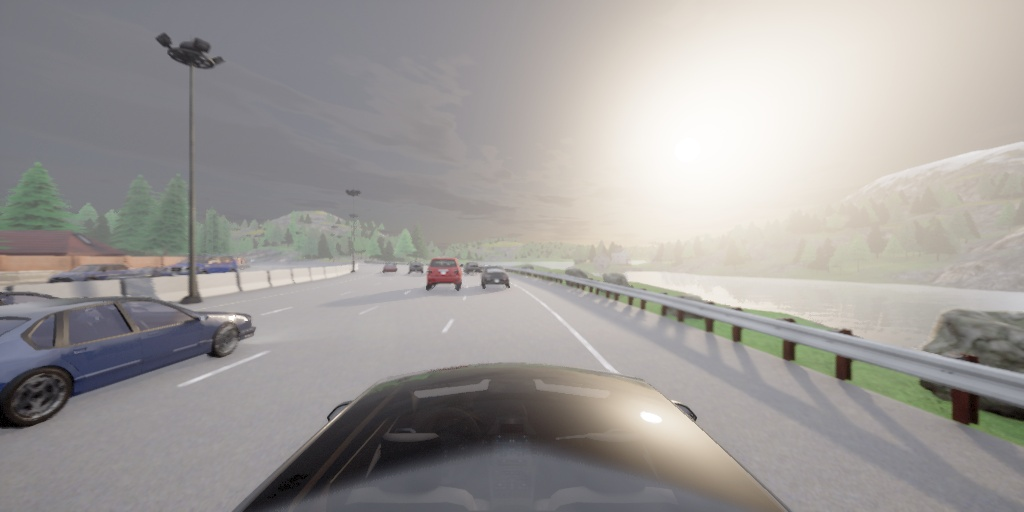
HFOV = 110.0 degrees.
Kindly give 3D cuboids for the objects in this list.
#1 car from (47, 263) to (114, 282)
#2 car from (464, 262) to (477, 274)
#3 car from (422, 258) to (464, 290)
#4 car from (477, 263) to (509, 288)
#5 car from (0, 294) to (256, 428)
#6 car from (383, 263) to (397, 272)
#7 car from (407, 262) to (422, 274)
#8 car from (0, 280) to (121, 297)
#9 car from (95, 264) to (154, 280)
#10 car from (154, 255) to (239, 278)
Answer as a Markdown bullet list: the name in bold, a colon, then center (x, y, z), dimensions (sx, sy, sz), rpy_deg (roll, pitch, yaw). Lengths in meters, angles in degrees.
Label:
- **car**: center (-29.671, 1.342, 25.487), dimensions (2.097, 1.767, 4.553), rpy_deg (0, 0, -9)
- **car**: center (-5.300, 1.554, 46.612), dimensions (1.837, 1.490, 4.892), rpy_deg (1, 0, -15)
- **car**: center (-4.541, 1.134, 24.417), dimensions (2.150, 2.045, 5.566), rpy_deg (0, 0, -8)
- **car**: center (-1.285, 1.422, 25.169), dimensions (1.812, 1.442, 4.674), rpy_deg (0, 0, -8)
- **car**: center (-6.677, 1.361, 5.658), dimensions (2.033, 1.411, 5.357), rpy_deg (0, 0, -2)
- **car**: center (-18.386, 1.735, 54.141), dimensions (1.994, 1.385, 4.181), rpy_deg (0, 0, -19)
- **car**: center (-13.058, 1.612, 48.637), dimensions (1.837, 1.490, 4.892), rpy_deg (1, 0, -16)
- **car**: center (-10.226, 1.389, 6.833), dimensions (2.033, 1.411, 5.357), rpy_deg (0, 0, -2)
- **car**: center (-26.205, 1.509, 25.985), dimensions (2.033, 1.411, 5.357), rpy_deg (0, 0, -9)
- **car**: center (-22.744, 0.912, 26.487), dimensions (2.150, 2.045, 5.566), rpy_deg (0, 0, -9)
